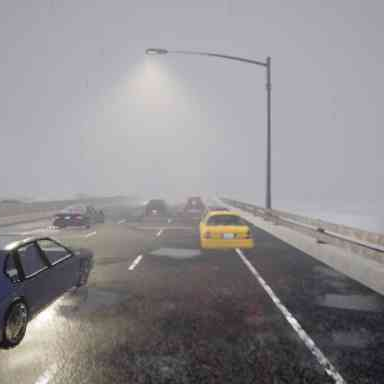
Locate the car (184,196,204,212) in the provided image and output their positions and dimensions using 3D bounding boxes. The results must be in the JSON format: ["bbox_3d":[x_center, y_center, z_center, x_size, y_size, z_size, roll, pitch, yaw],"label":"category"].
[{"bbox_3d":[0.279,1.250,37.236,2.097,1.767,4.553,0,0,1],"label":"car"}]

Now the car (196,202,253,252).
[{"bbox_3d":[1.214,1.413,13.519,1.801,1.575,5.366,0,0,0],"label":"car"}]

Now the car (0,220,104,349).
[{"bbox_3d":[-3.418,1.529,6.156,2.033,1.411,5.357,0,0,0],"label":"car"}]

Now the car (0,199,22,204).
[{"bbox_3d":[-17.454,1.431,31.027,1.837,1.490,4.892,0,0,1],"label":"car"}]

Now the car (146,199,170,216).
[{"bbox_3d":[-3.252,1.419,31.787,1.837,1.490,4.892,0,1,1],"label":"car"}]

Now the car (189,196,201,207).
[{"bbox_3d":[0.515,1.398,50.562,1.812,1.442,4.674,0,0,2],"label":"car"}]

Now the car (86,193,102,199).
[{"bbox_3d":[-19.947,1.419,69.289,1.994,1.385,4.181,0,0,2],"label":"car"}]

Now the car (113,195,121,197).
[{"bbox_3d":[-16.331,1.385,72.490,1.812,1.442,4.674,0,0,2],"label":"car"}]

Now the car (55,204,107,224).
[{"bbox_3d":[-6.872,1.490,20.962,2.033,1.411,5.357,0,0,0],"label":"car"}]

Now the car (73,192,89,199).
[{"bbox_3d":[-23.383,1.093,71.153,2.150,2.045,5.566,0,0,2],"label":"car"}]
